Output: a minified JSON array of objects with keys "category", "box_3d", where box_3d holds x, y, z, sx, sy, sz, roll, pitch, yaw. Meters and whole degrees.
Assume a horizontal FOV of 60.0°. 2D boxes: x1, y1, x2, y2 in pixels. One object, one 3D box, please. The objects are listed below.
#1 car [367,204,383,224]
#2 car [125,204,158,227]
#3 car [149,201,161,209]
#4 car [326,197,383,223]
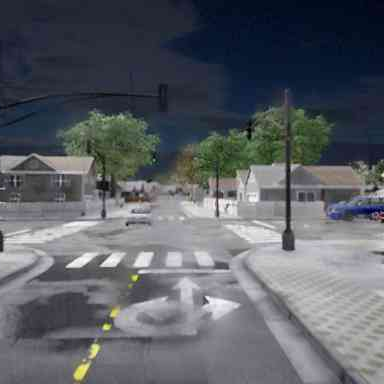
[{"category":"car","box_3d":[15.852,1.746,24.414,4.718,1.301,1.895,0,-1,-3]},{"category":"car","box_3d":[-3.809,1.831,24.811,1.895,1.301,4.718,0,0,-4]},{"category":"car","box_3d":[-5.936,2.081,53.021,1.895,1.301,4.718,0,0,-4]},{"category":"car","box_3d":[14.100,1.426,27.590,5.566,2.045,2.150,0,-1,-3]}]
